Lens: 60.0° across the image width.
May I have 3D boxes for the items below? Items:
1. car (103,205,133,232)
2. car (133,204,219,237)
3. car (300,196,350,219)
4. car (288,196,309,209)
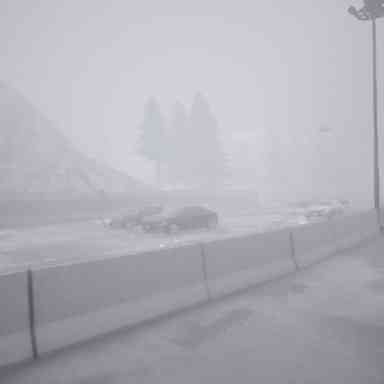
[{"bbox_3d":[-3.174,1.504,20.670,2.128,1.511,4.902,-1,0,42],"label":"car"},{"bbox_3d":[-0.531,1.450,18.374,1.882,1.535,5.008,-1,0,42],"label":"car"},{"bbox_3d":[10.385,1.296,25.764,1.812,1.442,4.674,-1,0,40],"label":"car"},{"bbox_3d":[13.257,1.216,39.934,1.812,1.442,4.674,-1,0,41],"label":"car"}]
